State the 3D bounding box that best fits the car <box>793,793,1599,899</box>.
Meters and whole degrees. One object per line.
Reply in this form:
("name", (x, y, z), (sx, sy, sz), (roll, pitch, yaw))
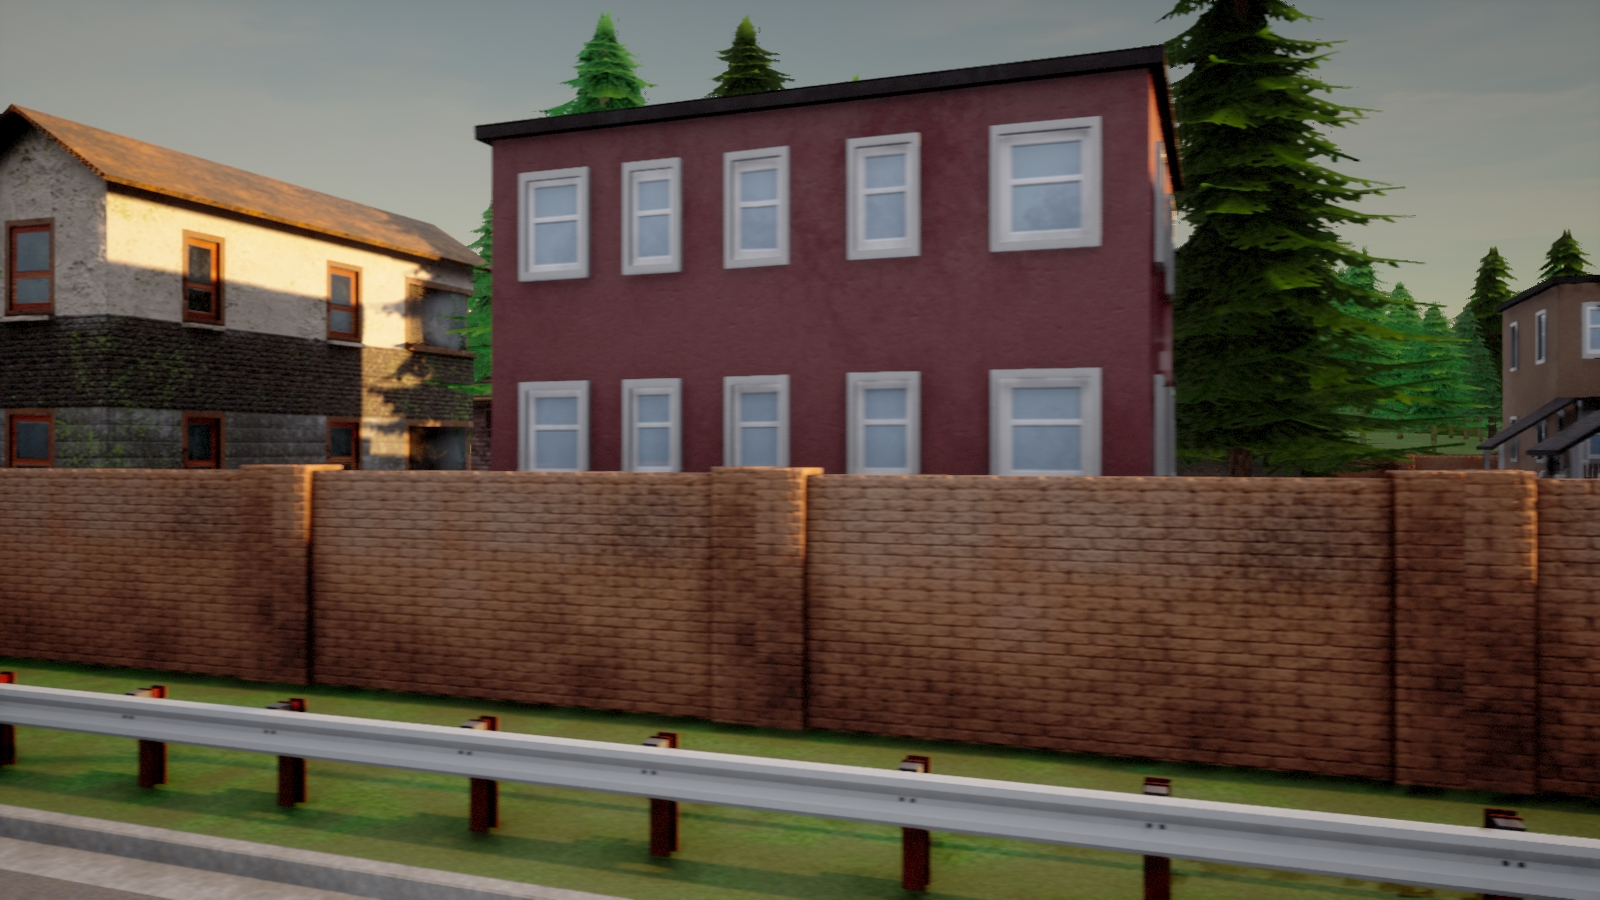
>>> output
("car", (2.127, 2.039, 2.541), (4.514, 1.525, 2.007), (0, 0, 20))
